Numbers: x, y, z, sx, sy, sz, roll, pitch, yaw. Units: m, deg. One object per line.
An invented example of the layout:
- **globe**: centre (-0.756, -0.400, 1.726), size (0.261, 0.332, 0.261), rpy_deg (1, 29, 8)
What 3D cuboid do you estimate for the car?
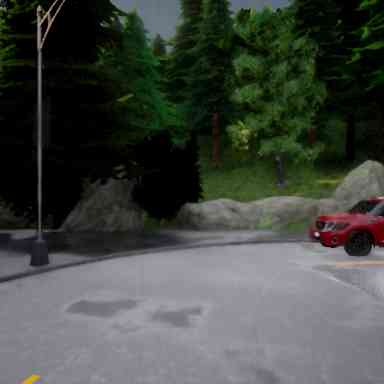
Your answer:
- **car**: centre (7.298, 1.186, 12.419), size (5.566, 2.045, 2.150), rpy_deg (0, 0, -6)
